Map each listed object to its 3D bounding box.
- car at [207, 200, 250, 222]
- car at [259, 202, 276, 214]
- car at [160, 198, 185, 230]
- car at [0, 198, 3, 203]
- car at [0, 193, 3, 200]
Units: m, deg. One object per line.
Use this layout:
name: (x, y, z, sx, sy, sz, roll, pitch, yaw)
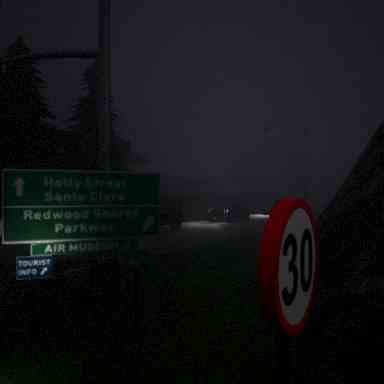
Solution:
car: (3.212, 1.544, 28.891, 2.097, 1.767, 4.553, 0, 0, 36)
car: (9.086, 1.756, 36.945, 1.994, 1.385, 4.181, 0, 0, 36)
car: (-2.678, 1.414, 20.798, 2.150, 2.045, 5.566, 0, 0, 36)
car: (-12.364, 1.505, 26.061, 1.905, 1.878, 3.866, 0, 0, 35)
car: (-38.552, 1.490, 70.011, 4.514, 1.523, 2.007, 0, 0, 35)
